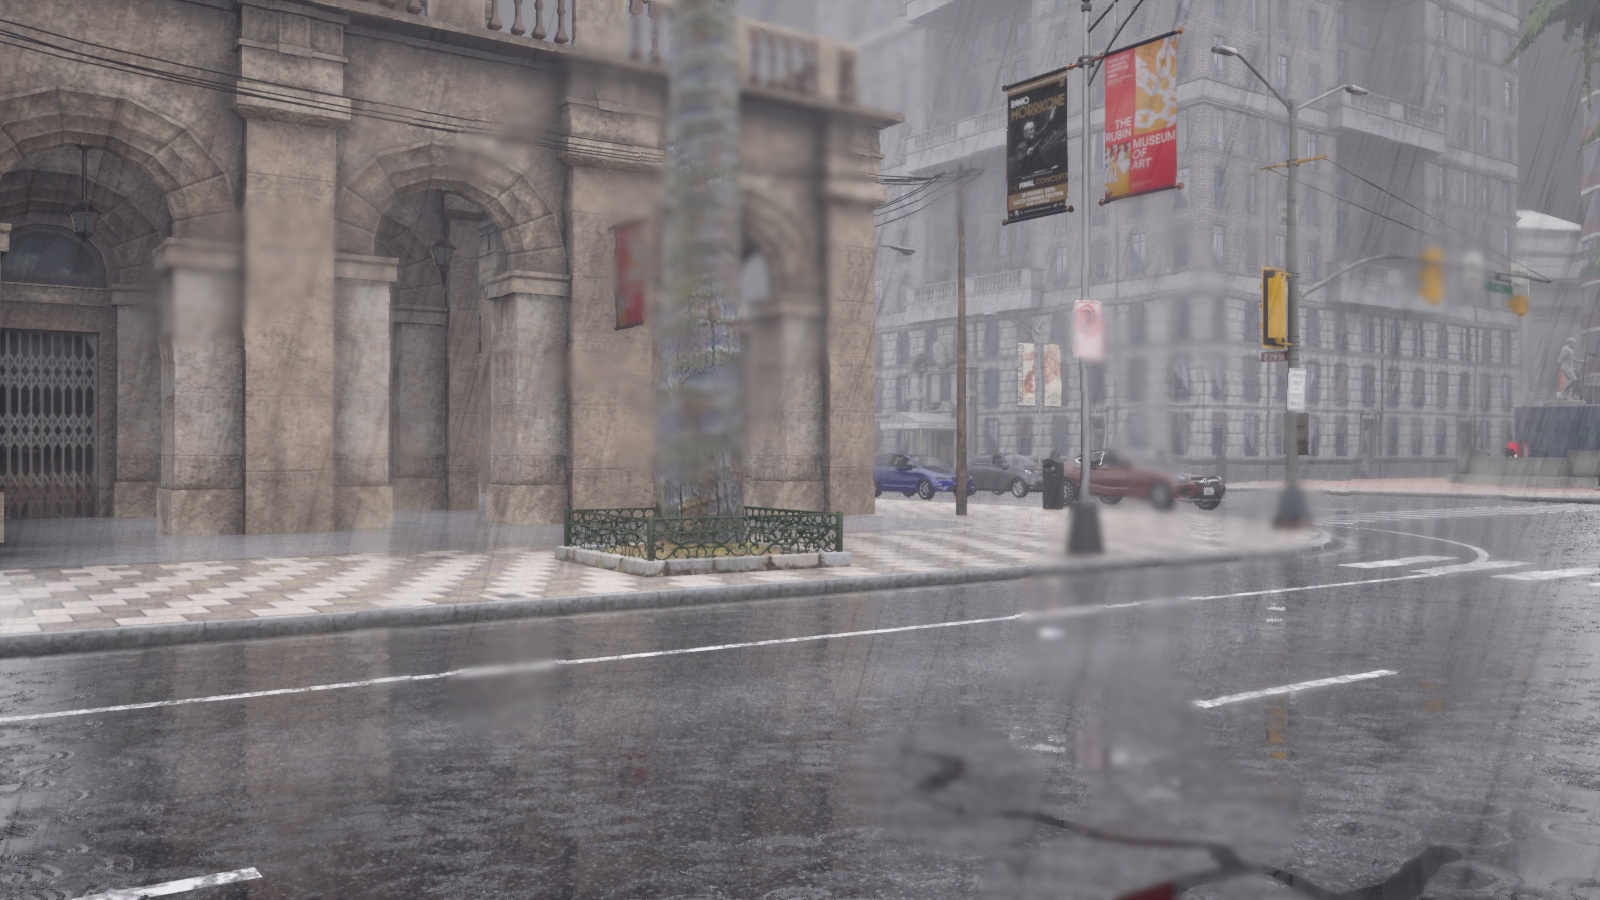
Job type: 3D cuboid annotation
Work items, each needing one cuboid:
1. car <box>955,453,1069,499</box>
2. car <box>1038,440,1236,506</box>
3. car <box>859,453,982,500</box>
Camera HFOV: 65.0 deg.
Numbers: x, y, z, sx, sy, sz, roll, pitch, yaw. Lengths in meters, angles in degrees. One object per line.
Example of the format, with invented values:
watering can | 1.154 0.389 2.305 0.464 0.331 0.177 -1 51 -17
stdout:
car | 7.234 0.849 43.140 1.845 1.501 3.633 0 0 -35
car | 9.144 0.588 34.468 2.152 1.651 5.027 0 0 -35
car | 3.948 0.852 41.834 1.816 1.474 4.193 0 0 -34
